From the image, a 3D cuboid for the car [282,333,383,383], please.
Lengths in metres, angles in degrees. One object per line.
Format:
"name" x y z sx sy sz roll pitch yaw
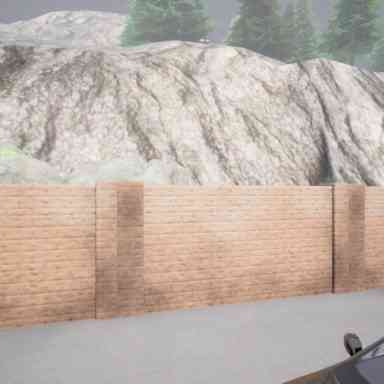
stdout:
"car" 2.207 1.492 1.887 4.902 1.511 2.128 0 0 -18
